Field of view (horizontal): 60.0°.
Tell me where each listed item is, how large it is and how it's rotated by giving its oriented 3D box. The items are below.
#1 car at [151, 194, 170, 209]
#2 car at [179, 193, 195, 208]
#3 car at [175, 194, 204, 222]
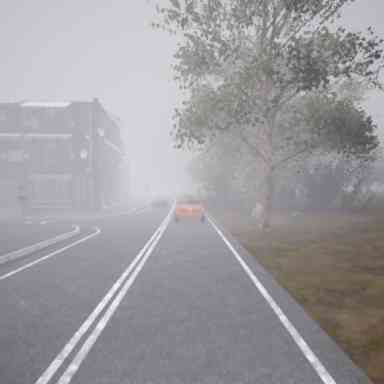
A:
[{"bbox_3d":[-4.106,1.237,42.361,1.882,1.535,5.008,0,1,-2],"label":"car"},{"bbox_3d":[-0.742,1.090,44.488,2.097,1.767,4.553,0,1,-2],"label":"car"},{"bbox_3d":[-0.193,1.241,25.449,2.097,1.767,4.553,0,0,-1],"label":"car"}]
